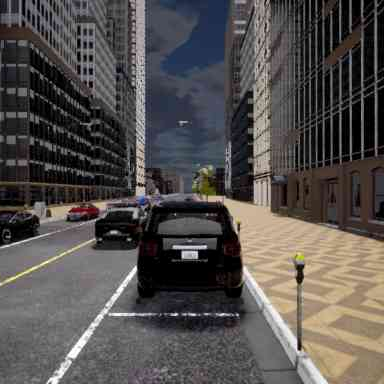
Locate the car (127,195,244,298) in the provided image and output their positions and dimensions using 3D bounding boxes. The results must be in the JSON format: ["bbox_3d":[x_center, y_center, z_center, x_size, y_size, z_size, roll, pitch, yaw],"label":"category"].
[{"bbox_3d":[-0.039,1.227,8.679,2.150,2.045,5.566,0,0,0],"label":"car"}]

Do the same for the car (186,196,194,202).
[{"bbox_3d":[-0.452,1.533,78.399,1.802,1.307,4.206,0,0,0],"label":"car"}]

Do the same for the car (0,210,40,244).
[{"bbox_3d":[-8.833,1.563,15.800,1.947,1.339,4.313,0,0,0],"label":"car"}]

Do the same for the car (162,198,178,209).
[{"bbox_3d":[-3.051,1.544,46.602,1.994,1.385,4.181,0,0,0],"label":"car"}]

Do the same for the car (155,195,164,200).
[{"bbox_3d":[-8.832,1.504,89.799,1.947,1.339,4.313,0,0,0],"label":"car"}]

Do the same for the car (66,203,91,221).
[{"bbox_3d":[-8.832,1.575,27.183,1.802,1.307,4.206,0,0,0],"label":"car"}]

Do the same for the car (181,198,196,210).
[{"bbox_3d":[-0.452,1.548,44.248,1.947,1.339,4.313,0,0,0],"label":"car"}]

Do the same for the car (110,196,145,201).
[{"bbox_3d":[-6.239,1.481,32.456,2.128,1.511,4.902,0,0,0],"label":"car"}]

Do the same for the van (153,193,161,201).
[{"bbox_3d":[-8.831,1.286,84.106,1.690,1.788,3.998,0,0,0],"label":"van"}]

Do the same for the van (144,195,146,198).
[{"bbox_3d":[-8.832,1.315,55.646,1.690,1.788,3.998,0,0,0],"label":"van"}]

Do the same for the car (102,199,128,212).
[{"bbox_3d":[-8.833,1.537,38.569,2.008,1.369,4.403,0,0,0],"label":"car"}]

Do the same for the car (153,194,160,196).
[{"bbox_3d":[-8.832,1.391,78.413,1.967,1.590,4.097,0,0,0],"label":"car"}]

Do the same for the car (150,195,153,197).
[{"bbox_3d":[-8.832,1.551,61.338,1.802,1.307,4.206,0,0,0],"label":"car"}]

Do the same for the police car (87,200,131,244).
[{"bbox_3d":[-3.145,1.422,16.000,1.930,1.638,5.238,0,0,0],"label":"police car"}]

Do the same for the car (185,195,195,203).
[{"bbox_3d":[-0.451,1.403,67.015,1.967,1.590,4.097,0,0,0],"label":"car"}]
